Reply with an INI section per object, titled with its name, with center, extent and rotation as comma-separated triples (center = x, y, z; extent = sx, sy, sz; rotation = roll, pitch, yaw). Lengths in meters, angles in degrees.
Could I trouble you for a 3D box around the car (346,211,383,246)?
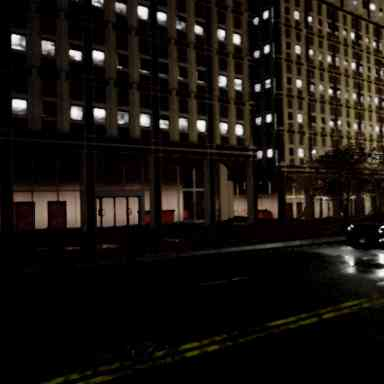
[car]
center = 9.826, 1.715, 16.600
extent = 4.553, 1.767, 2.097
rotation = 0, -2, -30
